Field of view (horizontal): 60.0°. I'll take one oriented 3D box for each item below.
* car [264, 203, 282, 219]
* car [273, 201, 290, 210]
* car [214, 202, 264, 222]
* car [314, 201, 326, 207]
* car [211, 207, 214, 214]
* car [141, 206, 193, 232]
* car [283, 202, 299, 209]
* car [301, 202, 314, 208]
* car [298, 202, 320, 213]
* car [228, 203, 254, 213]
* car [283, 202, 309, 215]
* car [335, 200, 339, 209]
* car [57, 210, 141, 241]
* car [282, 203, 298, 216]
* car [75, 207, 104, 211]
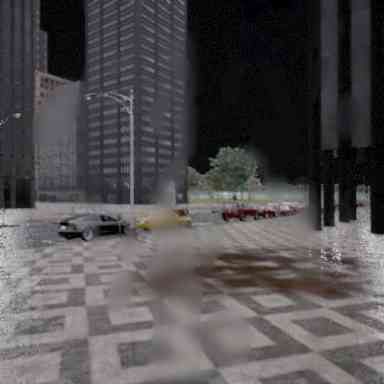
[{"bbox_3d":[7.923,2.179,36.539,1.887,1.381,4.507,-1,-2,35],"label":"car"},{"bbox_3d":[17.350,2.580,64.476,1.967,1.590,4.097,-1,-2,35],"label":"car"},{"bbox_3d":[4.648,1.857,31.948,2.192,1.841,5.009,-1,-2,35],"label":"car"},{"bbox_3d":[33.719,3.142,87.459,2.008,1.369,4.403,-1,-2,35],"label":"car"},{"bbox_3d":[4.256,2.313,46.086,2.008,1.369,4.403,-1,-2,35],"label":"car"},{"bbox_3d":[-1.799,1.889,22.886,1.752,1.417,4.829,-1,-2,35],"label":"car"},{"bbox_3d":[20.624,2.777,69.071,1.887,1.381,4.507,-1,-2,35],"label":"car"},{"bbox_3d":[27.172,2.995,78.264,1.802,1.307,4.206,-1,-2,35],"label":"car"},{"bbox_3d":[17.743,2.360,50.334,1.967,1.590,4.097,-1,-2,35],"label":"car"},{"bbox_3d":[7.529,2.408,50.682,2.008,1.369,4.403,-1,-2,35],"label":"car"},{"bbox_3d":[14.470,2.370,45.733,1.887,1.381,4.507,-1,-2,35],"label":"car"},{"bbox_3d":[30.839,2.606,68.726,2.192,1.841,5.009,-1,-2,35],"label":"car"},{"bbox_3d":[-5.170,1.839,18.150,1.947,1.339,4.313,-1,-2,35],"label":"car"},{"bbox_3d":[11.201,2.311,41.141,1.802,1.307,4.206,-1,-2,36],"label":"car"},{"bbox_3d":[-8.837,1.944,27.698,2.008,1.369,4.403,-1,-2,35],"label":"car"}]
